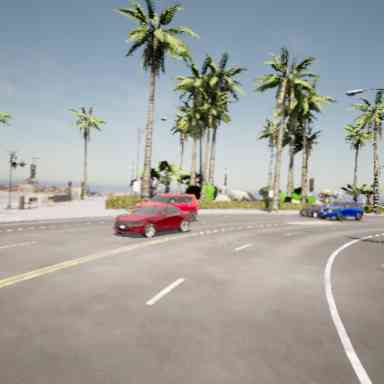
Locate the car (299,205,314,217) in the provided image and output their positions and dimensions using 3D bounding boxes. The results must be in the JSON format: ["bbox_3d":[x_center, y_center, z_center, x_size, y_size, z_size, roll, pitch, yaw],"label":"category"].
[{"bbox_3d":[14.527,2.192,38.588,4.892,1.490,1.837,3,0,-31],"label":"car"}]

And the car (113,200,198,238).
[{"bbox_3d":[-1.913,1.377,17.288,1.882,1.535,5.008,2,0,30],"label":"car"}]

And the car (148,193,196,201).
[{"bbox_3d":[-1.756,1.125,24.081,2.150,2.045,5.566,2,0,37],"label":"car"}]

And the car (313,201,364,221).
[{"bbox_3d":[15.884,1.962,35.286,5.566,2.045,2.150,3,0,-32],"label":"car"}]
